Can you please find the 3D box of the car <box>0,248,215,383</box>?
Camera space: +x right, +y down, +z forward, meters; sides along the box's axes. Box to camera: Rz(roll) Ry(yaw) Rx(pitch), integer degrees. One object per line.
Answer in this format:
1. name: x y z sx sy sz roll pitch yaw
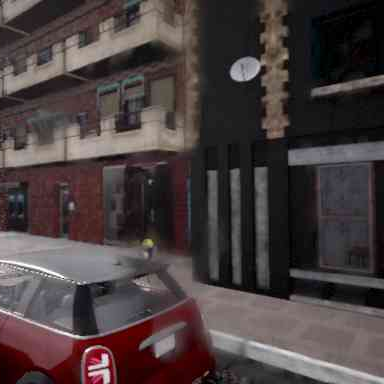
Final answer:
1. car: -1.828 1.438 4.192 4.097 1.590 1.967 0 -1 35
